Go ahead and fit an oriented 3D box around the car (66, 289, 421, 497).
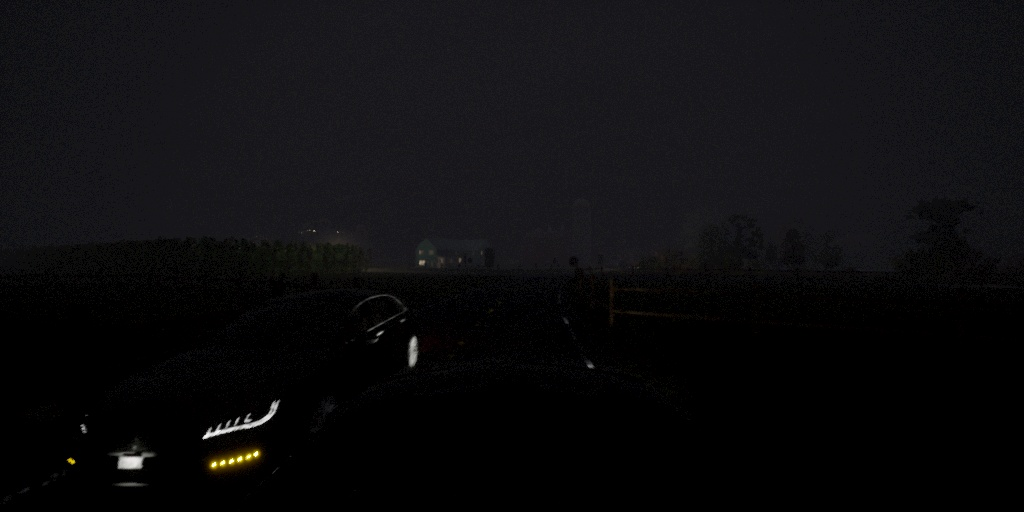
[{"bbox_3d":[-2.701,1.282,5.040,1.837,1.490,4.892,0,-1,2],"label":"car"}]
